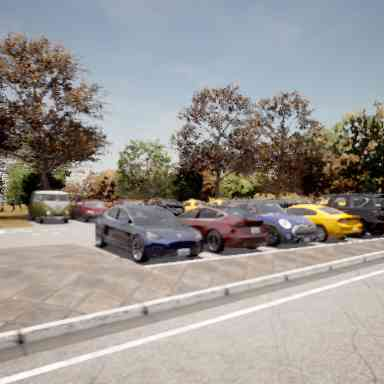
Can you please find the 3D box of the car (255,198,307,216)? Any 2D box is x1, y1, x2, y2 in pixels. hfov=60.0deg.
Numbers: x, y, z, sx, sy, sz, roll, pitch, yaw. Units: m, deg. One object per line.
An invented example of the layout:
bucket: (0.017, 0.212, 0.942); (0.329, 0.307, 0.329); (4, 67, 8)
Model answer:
car: (9.015, 1.473, 34.188); (2.097, 1.535, 5.008); (0, 0, -35)

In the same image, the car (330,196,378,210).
car: (20.429, 1.375, 42.194); (2.097, 1.535, 5.008); (-1, 1, -35)

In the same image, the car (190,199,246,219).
car: (2.158, 1.421, 29.619); (1.946, 1.575, 5.366); (1, -1, -35)

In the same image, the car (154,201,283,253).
car: (0.666, 1.255, 12.416); (2.163, 1.488, 4.792); (2, -1, -35)

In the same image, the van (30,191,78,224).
van: (-9.090, 0.930, 21.362); (1.878, 1.987, 4.442); (1, 0, -35)

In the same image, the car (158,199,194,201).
car: (-2.329, 1.369, 26.286); (2.163, 1.488, 4.792); (1, -1, -35)

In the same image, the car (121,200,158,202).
car: (-4.699, 1.320, 24.594); (2.002, 1.452, 4.674); (2, -1, -35)

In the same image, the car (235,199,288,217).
car: (6.729, 1.466, 32.588); (2.097, 1.535, 5.008); (0, 0, -35)

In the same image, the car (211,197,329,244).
car: (2.950, 1.163, 14.017); (2.185, 1.767, 4.553); (1, -1, -35)

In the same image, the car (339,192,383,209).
car: (22.696, 1.079, 43.810); (2.435, 2.045, 5.566); (-1, 1, -35)

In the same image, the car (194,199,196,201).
car: (-0.131, 1.383, 28.016); (1.946, 1.575, 5.366); (1, -1, -35)

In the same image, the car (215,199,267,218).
car: (4.457, 1.480, 30.967); (2.163, 1.488, 4.792); (1, 0, -35)

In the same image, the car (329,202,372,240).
car: (5.244, 1.345, 15.580); (2.097, 1.535, 5.008); (1, -1, -35)

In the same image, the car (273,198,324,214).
car: (11.405, 1.471, 35.861); (2.231, 1.521, 4.892); (0, 0, -35)

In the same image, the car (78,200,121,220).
car: (-6.980, 1.256, 22.997); (2.002, 1.452, 4.674); (2, -1, -35)

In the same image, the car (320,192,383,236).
car: (7.516, 1.141, 17.212); (2.435, 2.045, 5.566); (1, -1, -35)

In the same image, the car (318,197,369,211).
car: (18.253, 1.409, 40.438); (1.946, 1.575, 5.366); (-1, 0, -35)

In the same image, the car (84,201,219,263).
car: (-1.580, 1.190, 10.772); (2.163, 1.488, 4.792); (2, -1, -35)
